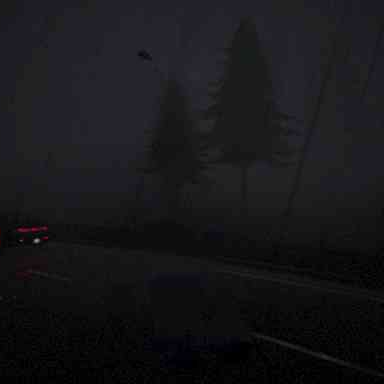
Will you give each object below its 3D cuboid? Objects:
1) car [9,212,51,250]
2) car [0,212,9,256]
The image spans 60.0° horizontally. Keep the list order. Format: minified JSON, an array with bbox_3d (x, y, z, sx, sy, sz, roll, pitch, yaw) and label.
[{"bbox_3d":[-7.848,1.563,13.324,4.902,1.511,2.128,0,-1,27],"label":"car"},{"bbox_3d":[-7.533,1.381,9.222,4.553,1.767,2.097,0,-1,30],"label":"car"}]
